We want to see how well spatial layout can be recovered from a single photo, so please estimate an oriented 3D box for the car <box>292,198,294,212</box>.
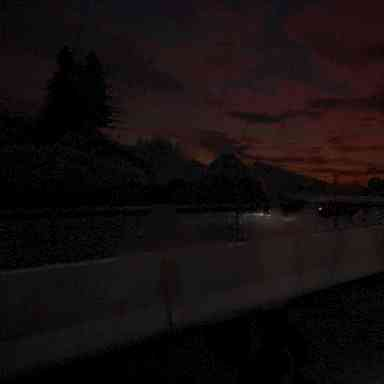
[{"bbox_3d":[9.086,1.267,30.112,5.357,1.411,2.033,0,1,-28],"label":"car"}]
